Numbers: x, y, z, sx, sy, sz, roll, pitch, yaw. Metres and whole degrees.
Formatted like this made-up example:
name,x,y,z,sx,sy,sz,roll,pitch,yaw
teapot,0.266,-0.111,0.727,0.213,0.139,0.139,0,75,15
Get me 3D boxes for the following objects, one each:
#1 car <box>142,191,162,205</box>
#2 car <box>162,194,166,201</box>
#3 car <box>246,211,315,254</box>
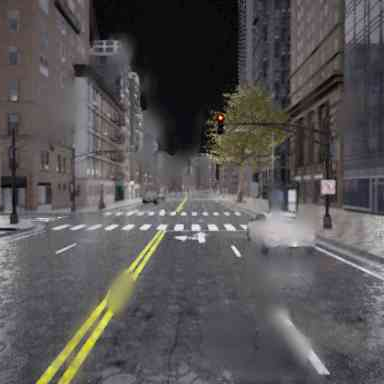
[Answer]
name,x,y,z,sx,sy,sz,roll,pitch,yaw
car,-6.545,0.935,53.036,2.150,2.045,5.566,0,0,1
car,-6.487,1.064,69.060,1.882,1.535,5.008,0,0,0
car,3.352,1.465,13.132,1.812,1.442,4.674,0,0,0
